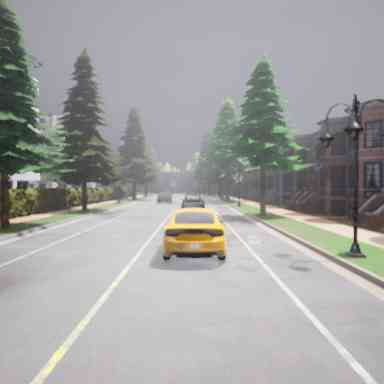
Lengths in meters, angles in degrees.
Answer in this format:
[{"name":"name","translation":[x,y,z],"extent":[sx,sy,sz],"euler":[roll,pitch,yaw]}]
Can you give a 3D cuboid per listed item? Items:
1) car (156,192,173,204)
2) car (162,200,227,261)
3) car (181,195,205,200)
[{"name":"car","translation":[-3.589,0.733,44.096],"extent":[1.837,1.490,4.892],"euler":[0,1,0]},{"name":"car","translation":[0.078,1.275,11.485],"extent":[1.882,1.535,5.008],"euler":[0,1,0]},{"name":"car","translation":[0.084,0.988,28.698],"extent":[2.128,1.511,4.902],"euler":[0,1,0]}]
